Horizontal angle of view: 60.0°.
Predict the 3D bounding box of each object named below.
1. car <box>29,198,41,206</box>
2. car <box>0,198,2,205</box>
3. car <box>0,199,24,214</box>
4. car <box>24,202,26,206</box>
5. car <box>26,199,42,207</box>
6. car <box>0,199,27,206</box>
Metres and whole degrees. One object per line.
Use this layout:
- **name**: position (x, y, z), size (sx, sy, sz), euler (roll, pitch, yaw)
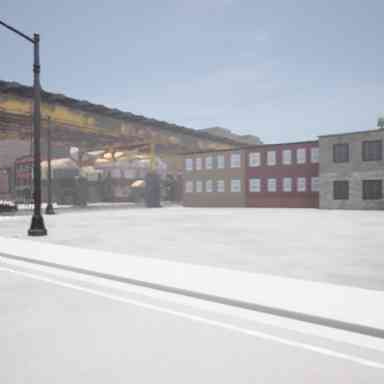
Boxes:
- **car**: position (-27.935, 1.784, 59.352), size (1.853, 1.218, 4.536), euler (0, 0, -23)
- **car**: position (-44.790, 2.128, 73.122), size (4.974, 1.542, 2.038), euler (0, 0, 2)
- **car**: position (-22.320, 1.836, 38.059), size (2.128, 1.511, 4.902), euler (-1, 0, 21)
- **car**: position (-31.441, 1.960, 58.091), size (4.974, 1.542, 2.038), euler (0, 0, 7)
- **car**: position (-27.913, 1.941, 59.304), size (2.038, 1.542, 4.974), euler (0, 0, -23)
- **car**: position (-31.494, 1.803, 58.098), size (4.536, 1.218, 1.853), euler (0, 0, 7)
